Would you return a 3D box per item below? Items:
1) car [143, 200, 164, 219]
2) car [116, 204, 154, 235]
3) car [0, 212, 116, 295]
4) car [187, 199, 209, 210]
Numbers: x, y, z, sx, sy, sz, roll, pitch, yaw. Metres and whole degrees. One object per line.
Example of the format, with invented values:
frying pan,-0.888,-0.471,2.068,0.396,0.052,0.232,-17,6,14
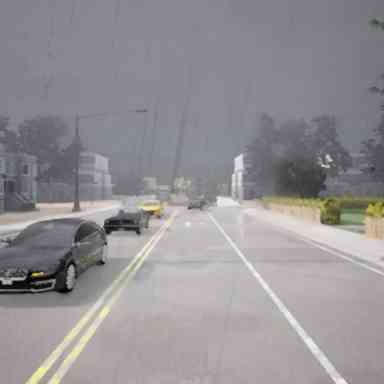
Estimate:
car,-3.567,1.486,29.647,1.882,1.535,5.008,0,0,1
car,-3.599,1.606,19.164,1.895,1.301,4.718,0,0,0
car,-3.602,1.507,8.909,1.837,1.490,4.892,0,0,0
car,0.844,1.560,42.223,2.033,1.411,5.357,0,0,14
